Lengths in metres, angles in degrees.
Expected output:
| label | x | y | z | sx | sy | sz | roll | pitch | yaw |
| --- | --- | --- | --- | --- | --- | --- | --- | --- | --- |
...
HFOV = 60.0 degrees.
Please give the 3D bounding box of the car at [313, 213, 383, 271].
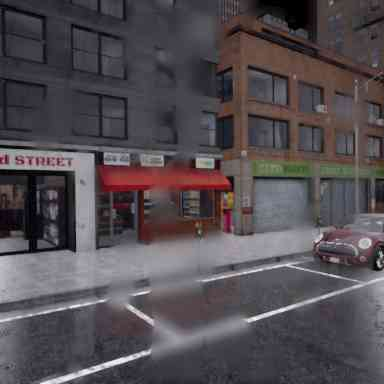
| label | x | y | z | sx | sy | sz | roll | pitch | yaw |
| --- | --- | --- | --- | --- | --- | --- | --- | --- | --- |
| car | 5.728 | 1.438 | 10.757 | 4.097 | 1.590 | 1.967 | 0 | -1 | -36 |
